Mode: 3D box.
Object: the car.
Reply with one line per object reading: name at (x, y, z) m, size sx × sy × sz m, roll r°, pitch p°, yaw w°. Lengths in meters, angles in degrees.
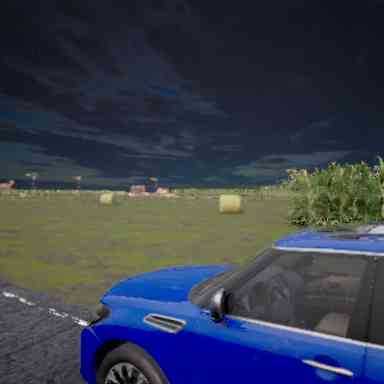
car at (1.484, 1.284, 2.813) m, size 5.566 × 2.045 × 2.150 m, roll 0°, pitch -1°, yaw 34°
